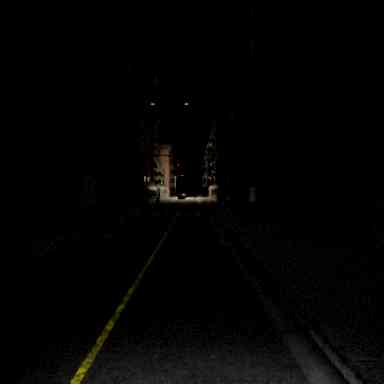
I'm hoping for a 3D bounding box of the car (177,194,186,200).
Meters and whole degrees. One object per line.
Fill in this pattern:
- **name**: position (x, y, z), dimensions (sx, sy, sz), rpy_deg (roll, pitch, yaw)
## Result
- **car**: position (-2.764, 1.403, 84.762), dimensions (2.033, 1.411, 5.357), rpy_deg (0, 0, 0)
